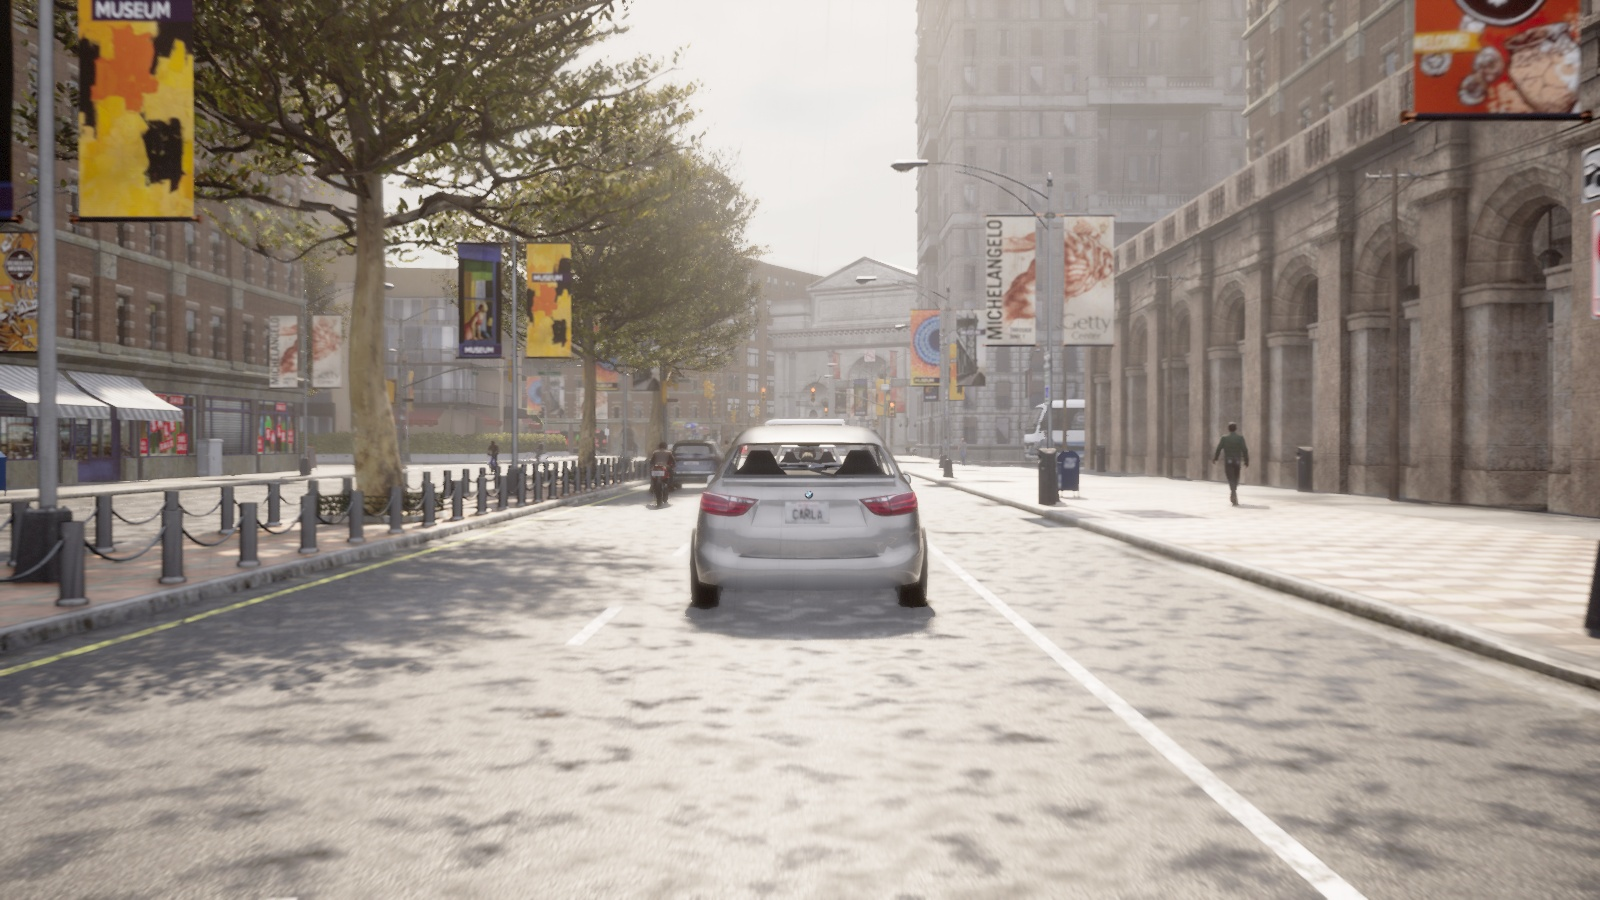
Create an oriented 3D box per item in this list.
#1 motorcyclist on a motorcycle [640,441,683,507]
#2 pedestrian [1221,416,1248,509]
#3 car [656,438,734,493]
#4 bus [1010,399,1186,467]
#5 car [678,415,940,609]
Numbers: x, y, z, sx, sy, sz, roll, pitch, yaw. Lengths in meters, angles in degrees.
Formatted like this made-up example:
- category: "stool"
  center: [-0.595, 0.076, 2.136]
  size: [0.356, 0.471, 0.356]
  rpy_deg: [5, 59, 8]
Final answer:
- category: "motorcyclist on a motorcycle"
  center: [-3.313, 0.555, 30.279]
  size: [0.797, 1.523, 2.044]
  rpy_deg: [0, 0, 0]
- category: "pedestrian"
  center: [9.308, 0.259, 26.904]
  size: [0.423, 1.949, 0.788]
  rpy_deg: [0, 0, 11]
- category: "car"
  center: [-3.258, 0.449, 39.904]
  size: [2.033, 1.649, 4.856]
  rpy_deg: [0, 0, 0]
- category: "bus"
  center: [18.914, -1.067, 80.299]
  size: [10.273, 4.253, 3.944]
  rpy_deg: [0, 0, 0]
- category: "car"
  center: [0.090, 0.517, 13.087]
  size: [2.242, 1.667, 4.611]
  rpy_deg: [0, 0, 0]
